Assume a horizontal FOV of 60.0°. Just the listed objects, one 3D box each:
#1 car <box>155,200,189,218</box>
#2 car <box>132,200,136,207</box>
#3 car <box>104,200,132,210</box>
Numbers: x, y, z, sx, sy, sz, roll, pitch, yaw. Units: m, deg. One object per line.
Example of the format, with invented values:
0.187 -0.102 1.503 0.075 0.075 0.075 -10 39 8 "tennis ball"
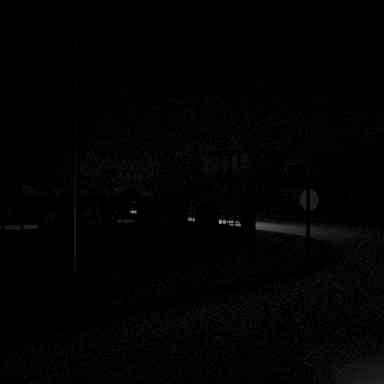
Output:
-2.210 1.491 30.608 2.128 1.511 4.902 0 0 -35 "car"
-10.105 1.547 48.940 2.033 1.411 5.357 0 0 -37 "car"
-9.562 1.564 40.958 1.994 1.385 4.181 0 0 -35 "car"
